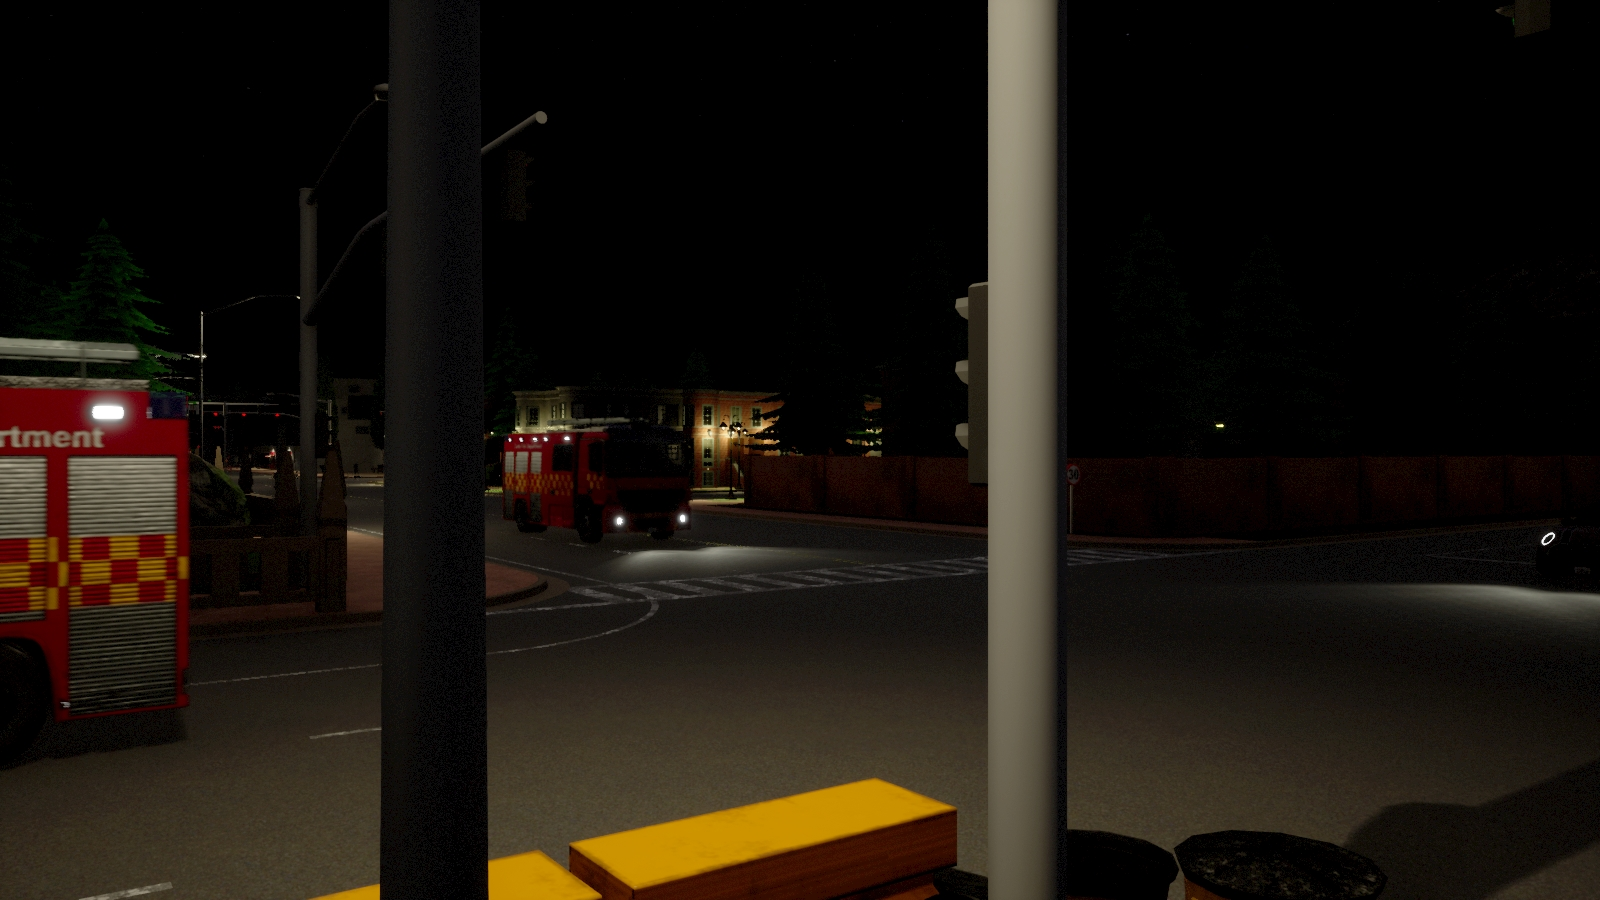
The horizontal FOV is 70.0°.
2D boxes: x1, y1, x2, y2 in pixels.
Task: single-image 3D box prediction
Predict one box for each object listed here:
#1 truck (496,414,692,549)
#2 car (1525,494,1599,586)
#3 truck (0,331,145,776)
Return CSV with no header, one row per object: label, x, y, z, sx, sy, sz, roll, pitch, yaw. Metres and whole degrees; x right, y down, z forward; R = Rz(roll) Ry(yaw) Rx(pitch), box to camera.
truck,-6.833,0.890,36.693,2.891,3.827,8.468,0,0,-35
car,18.010,1.906,24.946,4.553,1.767,2.097,0,0,-35
truck,-10.273,0.891,9.142,8.468,3.827,2.891,0,0,-36
